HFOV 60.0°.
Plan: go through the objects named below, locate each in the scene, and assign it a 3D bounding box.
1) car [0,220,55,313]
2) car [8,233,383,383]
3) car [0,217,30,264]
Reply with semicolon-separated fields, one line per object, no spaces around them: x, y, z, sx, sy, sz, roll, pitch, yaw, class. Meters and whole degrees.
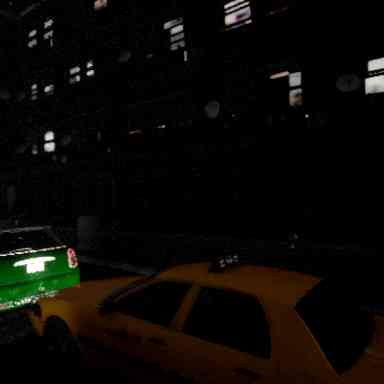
-4.537;1.386;7.259;4.553;1.767;2.097;0;0;36;car
0.140;1.480;3.861;5.366;1.575;1.801;0;0;36;car
-7.936;1.601;11.903;4.507;1.381;1.887;0;-2;36;car
